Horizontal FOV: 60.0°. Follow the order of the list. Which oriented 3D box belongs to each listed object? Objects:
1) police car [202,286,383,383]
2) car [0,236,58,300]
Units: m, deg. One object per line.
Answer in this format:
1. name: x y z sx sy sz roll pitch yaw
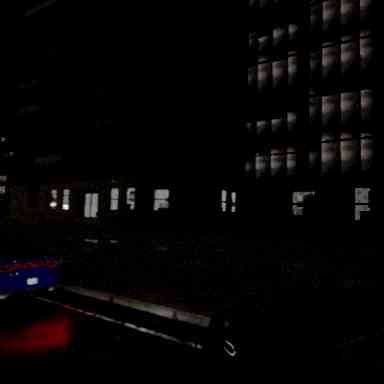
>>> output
1. police car: 2.565 1.840 3.500 5.238 1.638 1.930 0 -5 34
2. car: -5.736 1.906 9.047 5.008 1.535 1.882 0 -5 33
